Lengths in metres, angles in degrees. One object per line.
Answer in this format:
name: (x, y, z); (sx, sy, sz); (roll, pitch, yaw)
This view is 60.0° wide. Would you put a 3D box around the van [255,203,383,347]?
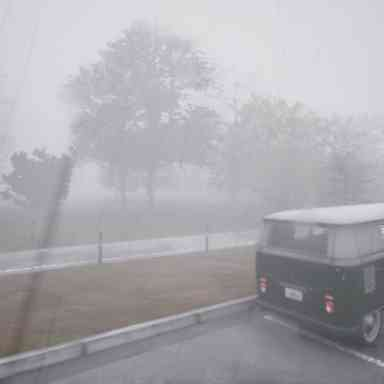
van: (3.281, 1.250, 6.345); (4.442, 1.987, 1.878); (-1, 0, -37)
